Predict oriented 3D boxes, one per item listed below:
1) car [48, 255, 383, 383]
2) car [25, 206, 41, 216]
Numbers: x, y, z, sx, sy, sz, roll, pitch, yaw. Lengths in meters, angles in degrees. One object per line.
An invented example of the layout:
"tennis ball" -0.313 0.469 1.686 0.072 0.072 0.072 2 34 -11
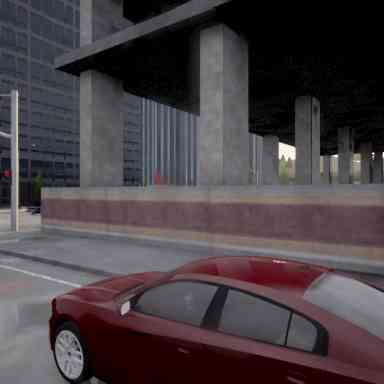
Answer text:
"car" 0.405 1.478 3.700 5.008 1.535 1.882 0 0 35
"car" -14.128 1.656 33.578 1.895 1.301 4.718 0 0 36
